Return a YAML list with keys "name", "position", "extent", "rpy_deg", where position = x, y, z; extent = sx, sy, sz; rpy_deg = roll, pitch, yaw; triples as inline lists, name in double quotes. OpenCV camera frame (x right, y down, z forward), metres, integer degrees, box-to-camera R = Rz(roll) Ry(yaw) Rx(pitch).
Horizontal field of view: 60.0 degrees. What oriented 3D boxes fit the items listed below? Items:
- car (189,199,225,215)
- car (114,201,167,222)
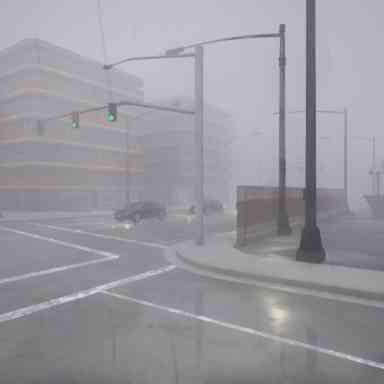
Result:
- name: "car"
  position: [1.626, 1.505, 34.455]
  extent: [1.837, 1.490, 4.892]
  rpy_deg: [0, 0, 35]
- name: "car"
  position: [-3.966, 1.505, 26.333]
  extent: [1.837, 1.490, 4.892]
  rpy_deg: [0, 0, 35]
